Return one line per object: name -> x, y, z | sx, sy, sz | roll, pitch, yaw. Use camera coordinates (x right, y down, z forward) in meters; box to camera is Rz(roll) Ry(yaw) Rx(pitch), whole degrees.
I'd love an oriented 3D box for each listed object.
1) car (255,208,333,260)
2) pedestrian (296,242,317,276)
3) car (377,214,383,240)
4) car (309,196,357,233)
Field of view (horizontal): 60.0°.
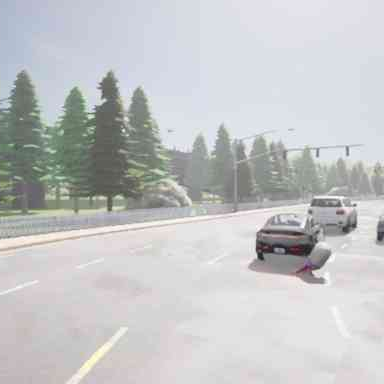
car -> 3.677, 1.523, 11.996 | 2.128, 1.511, 4.902 | 0, 0, 27
pedestrian -> 3.216, 1.319, 9.334 | 0.375, 1.860, 0.375 | 0, 0, 23
car -> 10.418, 1.595, 16.690 | 2.033, 1.411, 5.357 | 0, 0, 33
car -> 8.685, 1.277, 20.423 | 2.150, 2.045, 5.566 | 0, 0, 33
